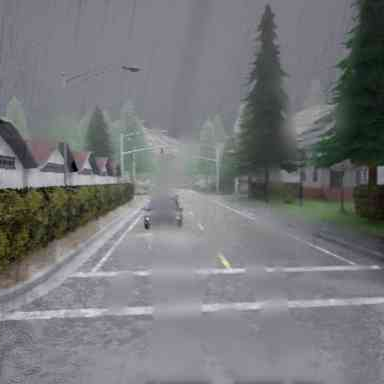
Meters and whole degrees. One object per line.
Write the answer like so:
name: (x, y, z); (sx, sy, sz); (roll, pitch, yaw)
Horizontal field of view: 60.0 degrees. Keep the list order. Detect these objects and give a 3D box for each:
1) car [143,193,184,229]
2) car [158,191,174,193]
car: (-1.488, 1.034, 17.641); (2.033, 1.411, 5.357); (0, 2, -4)
car: (-2.167, 0.634, 27.894); (1.882, 1.535, 5.008); (0, 2, -3)
